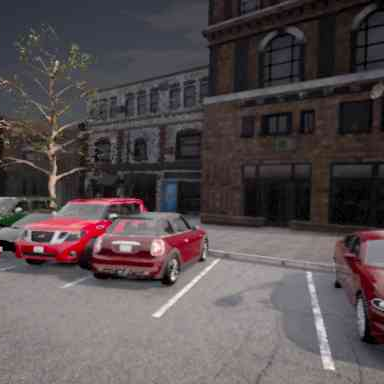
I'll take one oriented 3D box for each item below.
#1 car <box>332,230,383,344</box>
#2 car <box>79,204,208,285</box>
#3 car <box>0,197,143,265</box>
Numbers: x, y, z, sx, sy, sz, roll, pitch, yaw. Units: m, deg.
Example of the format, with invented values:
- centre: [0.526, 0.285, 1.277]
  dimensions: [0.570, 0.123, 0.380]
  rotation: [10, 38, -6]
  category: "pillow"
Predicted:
- centre: [3.891, 1.510, 6.310]
  dimensions: [2.097, 1.535, 5.008]
  rotation: [1, -1, 17]
  category: "car"
- centre: [-0.965, 1.380, 9.866]
  dimensions: [2.185, 1.767, 4.553]
  rotation: [0, -1, 16]
  category: "car"
- centre: [-3.369, 1.252, 11.655]
  dimensions: [2.435, 2.045, 5.566]
  rotation: [1, -1, 16]
  category: "car"
